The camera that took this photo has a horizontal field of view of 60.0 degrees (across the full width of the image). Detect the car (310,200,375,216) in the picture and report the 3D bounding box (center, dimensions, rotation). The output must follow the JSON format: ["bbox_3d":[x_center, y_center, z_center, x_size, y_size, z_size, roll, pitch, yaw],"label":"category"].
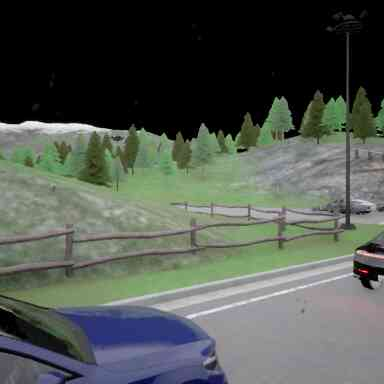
[{"bbox_3d":[14.522,1.547,32.569,5.357,1.411,2.033,0,0,38],"label":"car"}]

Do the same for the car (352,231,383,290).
[{"bbox_3d":[5.755,1.491,7.853,4.902,1.511,2.128,0,0,-35],"label":"car"}]

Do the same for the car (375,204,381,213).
[{"bbox_3d":[16.855,1.525,35.134,4.674,1.442,1.812,0,0,39],"label":"car"}]

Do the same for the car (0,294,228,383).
[{"bbox_3d":[-1.850,1.526,2.456,4.674,1.442,1.812,0,0,-35],"label":"car"}]

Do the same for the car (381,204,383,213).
[{"bbox_3d":[22.116,1.547,35.405,5.357,1.411,2.033,0,0,40],"label":"car"}]
